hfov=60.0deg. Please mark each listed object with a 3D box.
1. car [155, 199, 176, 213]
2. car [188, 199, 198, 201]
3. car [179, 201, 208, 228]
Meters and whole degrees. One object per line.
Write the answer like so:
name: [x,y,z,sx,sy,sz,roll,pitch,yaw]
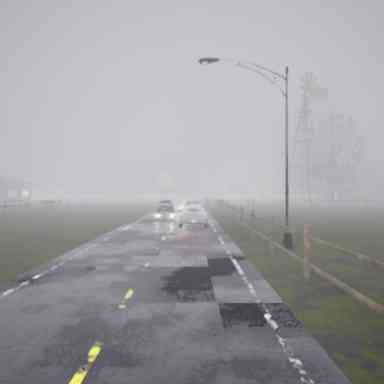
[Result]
car: [-2.842,1.525,36.645,1.837,1.490,4.892,0,0,0]
car: [0.096,1.583,40.507,1.994,1.385,4.181,0,0,0]
car: [0.094,1.539,22.202,1.812,1.442,4.674,0,0,0]
